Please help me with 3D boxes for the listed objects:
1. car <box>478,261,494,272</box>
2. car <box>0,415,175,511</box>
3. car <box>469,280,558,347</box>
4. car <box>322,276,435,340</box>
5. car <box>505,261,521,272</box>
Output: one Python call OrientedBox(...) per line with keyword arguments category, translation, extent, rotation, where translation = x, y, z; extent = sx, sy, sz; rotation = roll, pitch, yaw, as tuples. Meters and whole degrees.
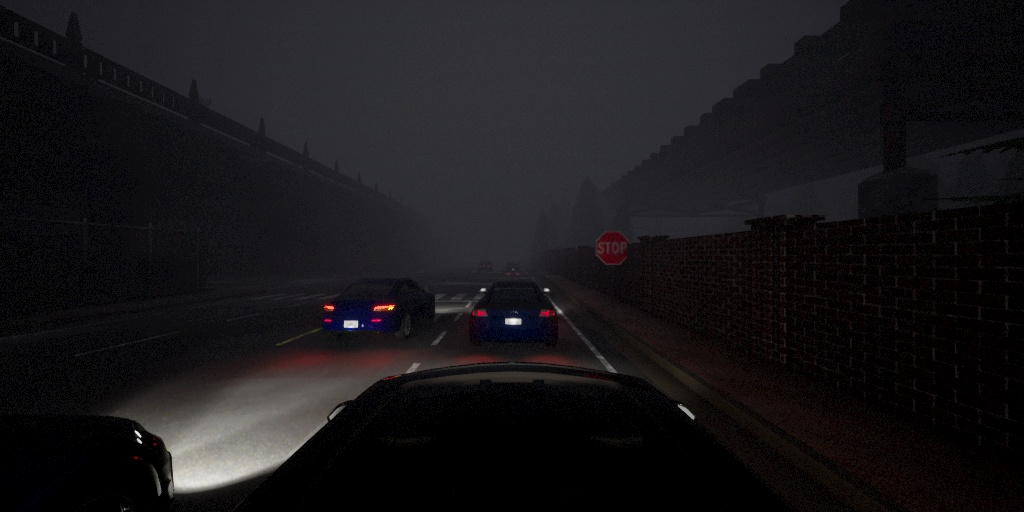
OrientedBox(category="car", translation=(-3.384, 1.297, 45.999), extent=(2.033, 1.411, 5.357), rotation=(0, 0, -1))
OrientedBox(category="car", translation=(-3.399, 1.314, 0.791), extent=(1.994, 1.385, 4.181), rotation=(0, 0, 0))
OrientedBox(category="car", translation=(0.071, 1.314, 9.364), extent=(1.994, 1.385, 4.181), rotation=(0, 0, 1))
OrientedBox(category="car", translation=(-3.411, 1.276, 9.887), extent=(1.812, 1.442, 4.674), rotation=(0, 0, 0))
OrientedBox(category="car", translation=(0.111, 1.351, 46.174), extent=(1.895, 1.301, 4.718), rotation=(0, 0, -1))
